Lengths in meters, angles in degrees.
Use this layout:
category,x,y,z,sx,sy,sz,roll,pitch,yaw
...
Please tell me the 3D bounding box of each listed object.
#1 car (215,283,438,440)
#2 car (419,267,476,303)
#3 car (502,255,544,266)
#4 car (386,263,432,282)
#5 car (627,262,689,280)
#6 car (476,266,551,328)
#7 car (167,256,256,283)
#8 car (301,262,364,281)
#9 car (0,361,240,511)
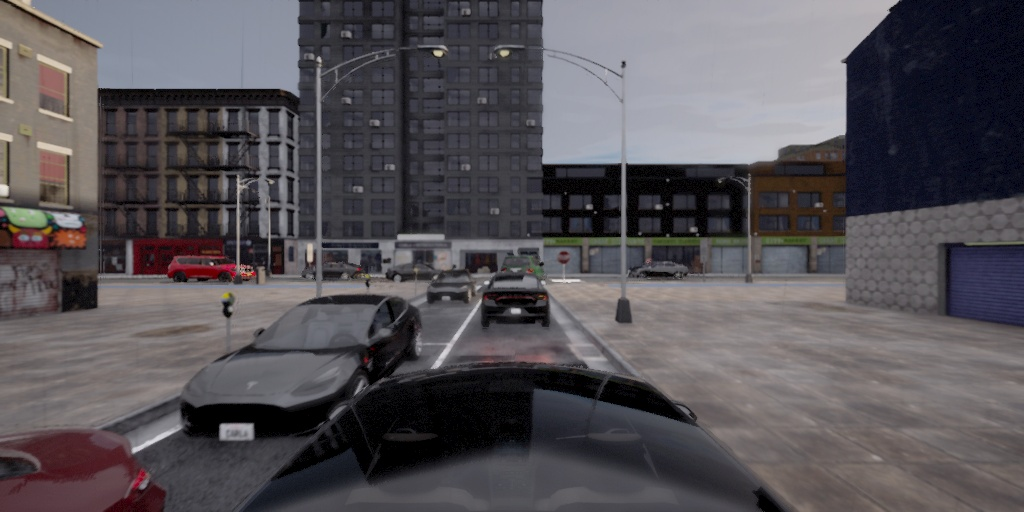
category,x,y,z,sx,sy,sz,roll,pitch,yaw
car,-2.637,1.316,5.619,1.948,1.339,4.313,0,0,0
car,-2.636,1.317,16.524,1.948,1.339,4.313,0,0,0
car,0.768,0.977,22.814,2.150,2.045,5.566,-1,0,12
car,-6.969,1.272,27.126,4.892,1.490,1.837,0,0,0
car,12.181,1.209,30.068,4.902,1.511,2.128,0,0,0
car,0.099,1.229,11.417,1.882,1.535,5.008,0,0,0
car,-22.655,1.025,27.132,5.566,2.045,2.150,1,0,0
car,-14.984,1.286,30.081,4.892,1.490,1.837,0,0,0
car,-2.638,1.332,0.167,1.802,1.307,4.207,0,0,0
